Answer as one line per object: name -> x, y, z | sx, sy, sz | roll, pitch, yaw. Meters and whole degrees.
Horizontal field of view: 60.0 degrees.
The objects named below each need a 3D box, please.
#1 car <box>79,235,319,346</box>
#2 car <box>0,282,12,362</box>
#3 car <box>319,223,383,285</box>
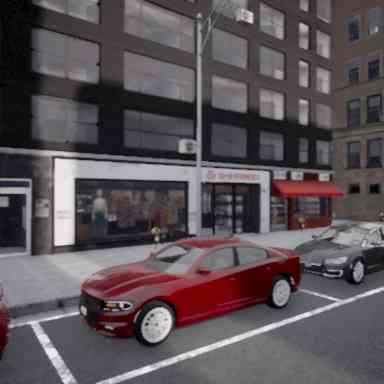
car -> 0.197, 1.561, 6.350 | 4.507, 1.381, 1.887 | 0, 0, -36
car -> -4.284, 1.537, 3.156 | 4.507, 1.381, 1.887 | 0, 0, -36
car -> 4.678, 1.591, 9.545 | 4.403, 1.369, 2.008 | 0, 0, -36
